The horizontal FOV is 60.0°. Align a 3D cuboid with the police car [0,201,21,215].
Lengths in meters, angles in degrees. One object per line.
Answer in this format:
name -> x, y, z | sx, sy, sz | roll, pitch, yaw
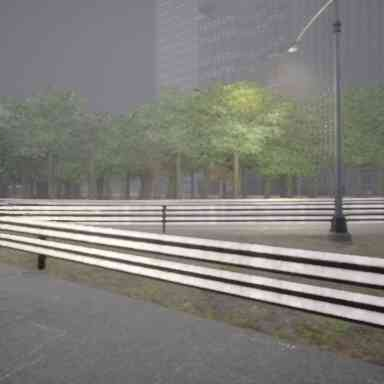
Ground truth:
police car -> -14.255, 1.257, 22.524 | 4.974, 1.542, 2.038 | 1, 0, 15
